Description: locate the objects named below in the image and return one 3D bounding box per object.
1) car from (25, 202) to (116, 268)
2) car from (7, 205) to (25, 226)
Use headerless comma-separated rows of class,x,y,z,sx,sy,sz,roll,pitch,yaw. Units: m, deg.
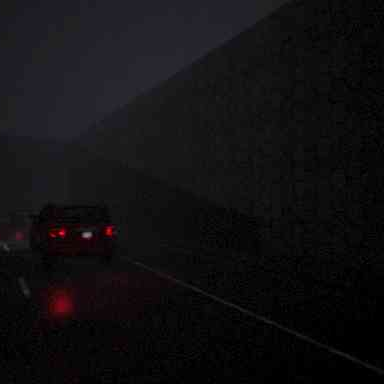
car,-4.524,1.375,12.174,2.150,2.045,5.566,1,-1,-32
car,-13.107,1.787,25.835,2.128,1.511,4.902,1,-1,-32
